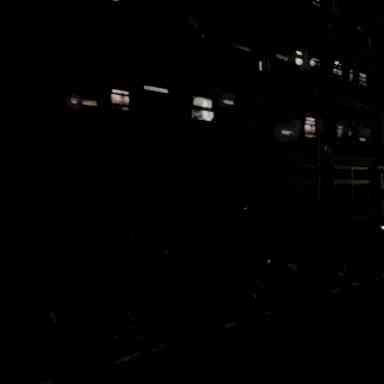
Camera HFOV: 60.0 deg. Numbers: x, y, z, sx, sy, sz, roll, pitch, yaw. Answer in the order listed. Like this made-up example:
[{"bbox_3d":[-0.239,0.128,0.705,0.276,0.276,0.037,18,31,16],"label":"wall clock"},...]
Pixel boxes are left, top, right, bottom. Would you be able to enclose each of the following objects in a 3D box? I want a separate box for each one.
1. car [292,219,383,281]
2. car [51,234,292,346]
[{"bbox_3d":[4.296,1.495,9.633,4.313,1.339,1.947,-1,0,-35],"label":"car"},{"bbox_3d":[-0.332,1.540,6.333,4.313,1.339,1.947,-1,0,-35],"label":"car"}]
